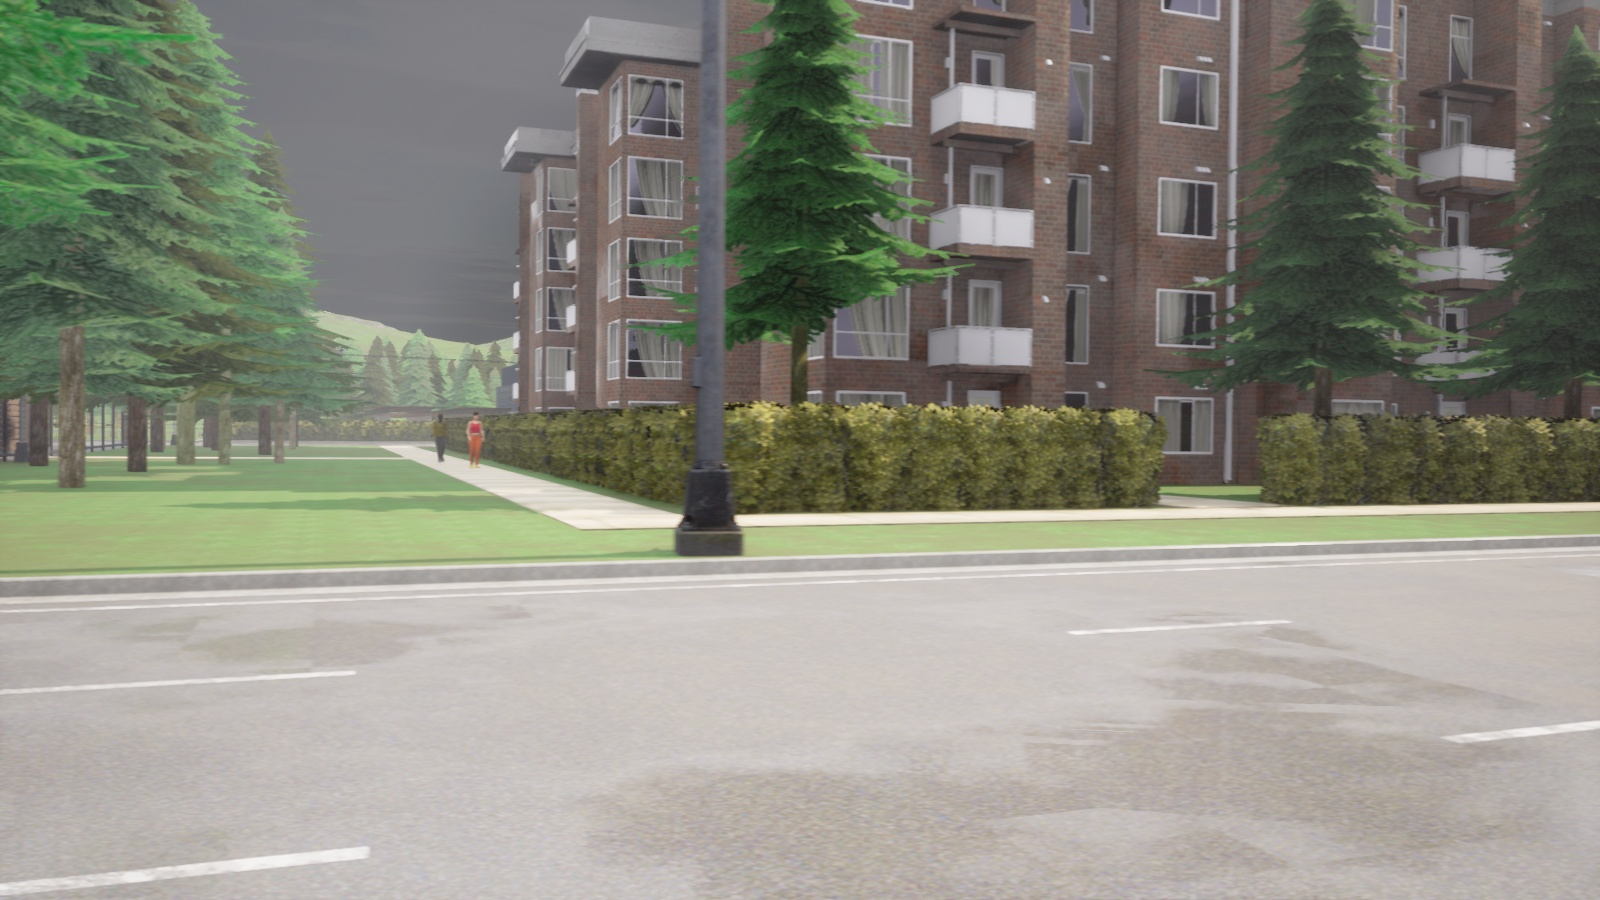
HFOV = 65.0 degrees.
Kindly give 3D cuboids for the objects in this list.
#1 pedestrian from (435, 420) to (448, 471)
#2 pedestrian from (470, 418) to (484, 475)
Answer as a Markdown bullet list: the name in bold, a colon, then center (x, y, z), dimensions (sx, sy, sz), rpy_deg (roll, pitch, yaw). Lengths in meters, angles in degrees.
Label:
- **pedestrian**: center (-13.009, -0.175, 45.605), dimensions (0.370, 1.835, 0.726), rpy_deg (-1, 1, -21)
- **pedestrian**: center (-10.375, -0.116, 40.284), dimensions (0.345, 1.836, 0.594), rpy_deg (-1, 1, -21)
